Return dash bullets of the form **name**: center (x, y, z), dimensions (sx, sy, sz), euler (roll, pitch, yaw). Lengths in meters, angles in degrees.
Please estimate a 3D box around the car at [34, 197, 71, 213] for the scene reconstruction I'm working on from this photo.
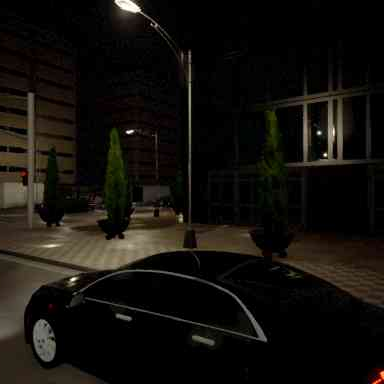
- **car**: center (-14.986, 1.407, 36.498), dimensions (2.097, 1.767, 4.553), euler (0, 0, 35)

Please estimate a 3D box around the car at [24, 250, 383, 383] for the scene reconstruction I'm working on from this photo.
- **car**: center (-0.164, 1.505, 4.106), dimensions (4.892, 1.490, 1.837), euler (0, 0, 36)

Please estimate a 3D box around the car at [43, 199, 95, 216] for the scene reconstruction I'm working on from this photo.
- **car**: center (-12.252, 1.656, 33.953), dimensions (1.895, 1.301, 4.718), euler (0, 0, 35)

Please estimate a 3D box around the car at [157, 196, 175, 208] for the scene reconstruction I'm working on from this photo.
- **car**: center (-2.374, 1.656, 47.972), dimensions (1.895, 1.301, 4.718), euler (0, 0, 35)

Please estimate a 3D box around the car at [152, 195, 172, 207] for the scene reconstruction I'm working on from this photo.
- **car**: center (-4.100, 1.407, 51.926), dimensions (2.097, 1.767, 4.553), euler (0, 0, 35)

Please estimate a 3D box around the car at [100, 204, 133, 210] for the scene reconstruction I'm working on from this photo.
- **car**: center (-9.865, 1.581, 43.750), dimensions (1.812, 1.442, 4.674), euler (0, 0, 35)
